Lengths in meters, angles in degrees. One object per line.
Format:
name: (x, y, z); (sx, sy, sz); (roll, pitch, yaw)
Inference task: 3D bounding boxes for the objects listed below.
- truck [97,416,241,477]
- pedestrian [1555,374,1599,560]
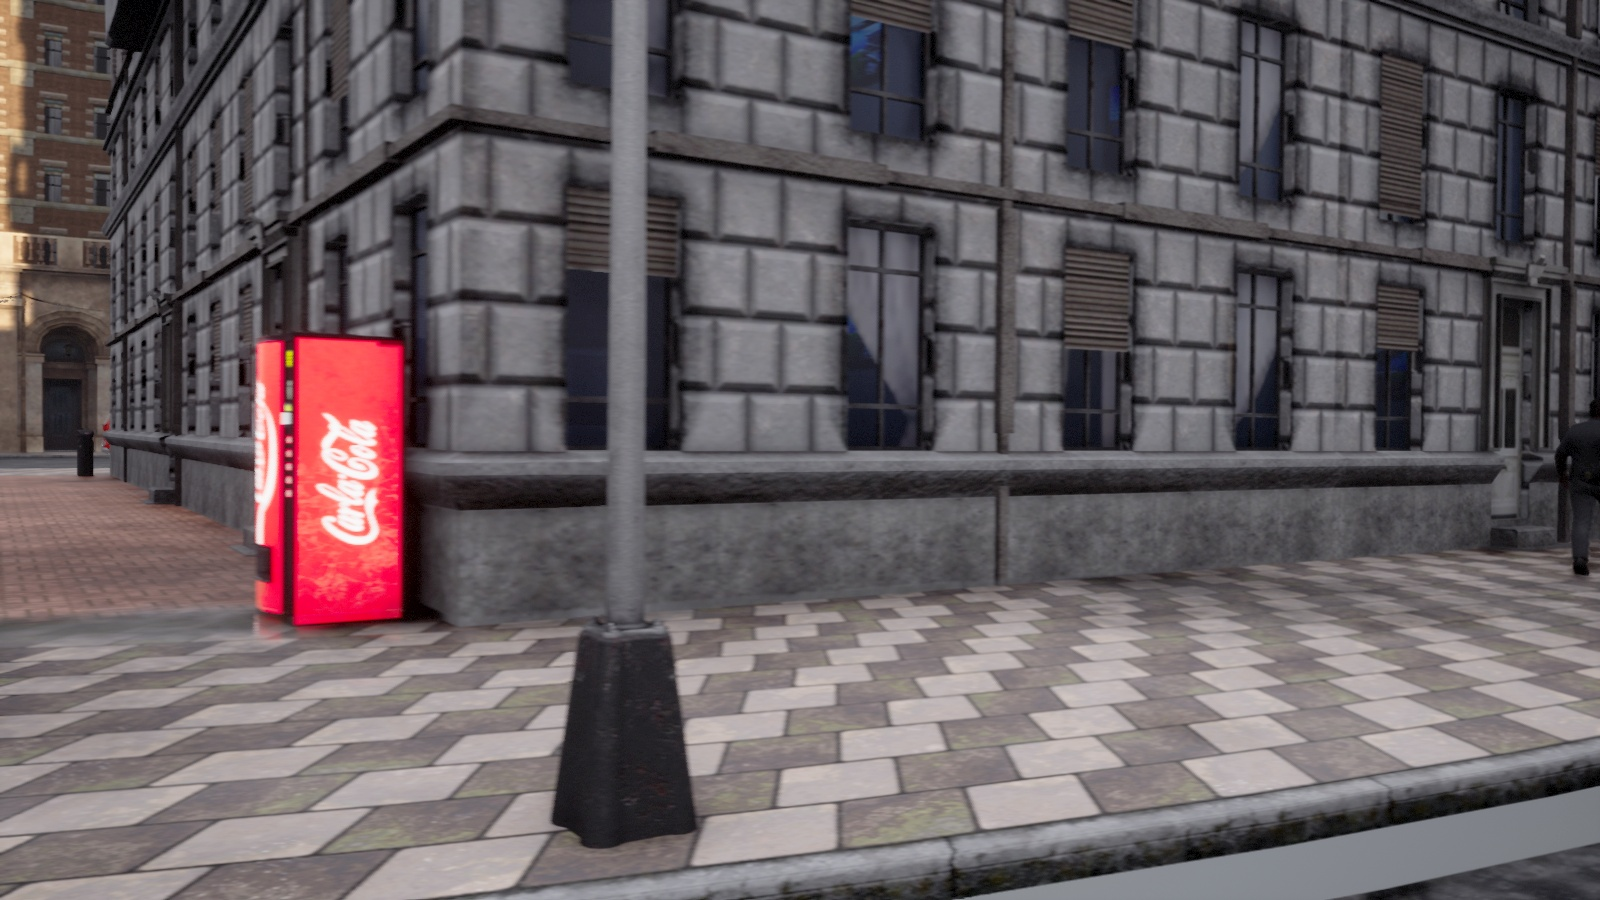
truck: (-26.886, -0.202, 53.567); (5.204, 2.467, 2.627); (-1, 1, -33)
pedestrian: (8.316, 0.164, 13.034); (0.849, 1.883, 0.563); (-1, 1, -40)
